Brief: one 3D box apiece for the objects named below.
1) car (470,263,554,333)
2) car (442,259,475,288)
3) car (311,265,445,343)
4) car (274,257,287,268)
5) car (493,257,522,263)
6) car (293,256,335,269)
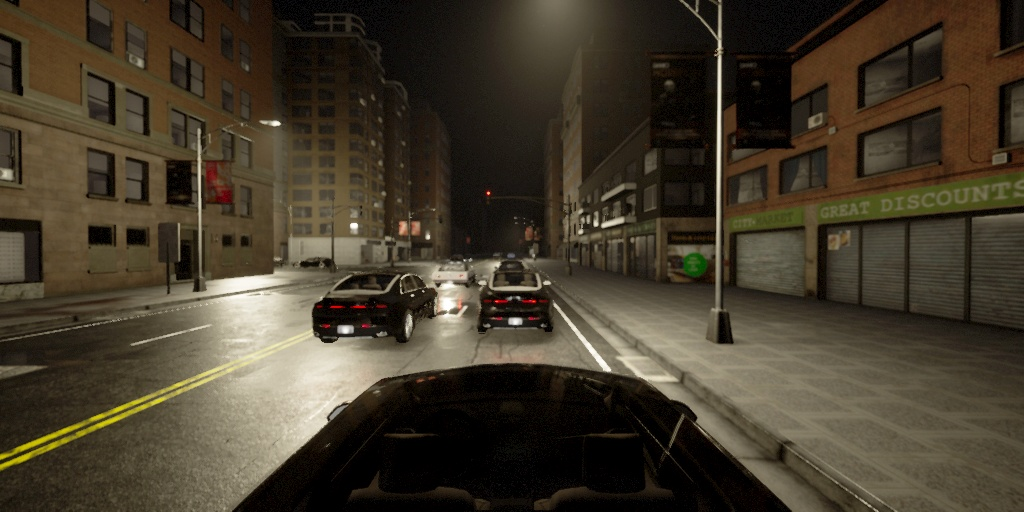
[{"bbox_3d":[0.079,1.117,10.164,1.837,1.490,4.892,0,1,0],"label":"car"},{"bbox_3d":[-3.196,1.041,20.691,1.895,1.301,4.718,0,1,0],"label":"car"},{"bbox_3d":[-3.168,1.130,9.229,1.837,1.490,4.892,0,0,0],"label":"car"},{"bbox_3d":[-27.905,0.696,40.465,4.403,1.370,2.007,0,0,0],"label":"car"},{"bbox_3d":[-0.041,0.977,20.044,1.812,1.442,4.674,0,1,0],"label":"car"},{"bbox_3d":[-22.242,0.710,40.453,4.313,1.339,1.948,0,0,0],"label":"car"}]
